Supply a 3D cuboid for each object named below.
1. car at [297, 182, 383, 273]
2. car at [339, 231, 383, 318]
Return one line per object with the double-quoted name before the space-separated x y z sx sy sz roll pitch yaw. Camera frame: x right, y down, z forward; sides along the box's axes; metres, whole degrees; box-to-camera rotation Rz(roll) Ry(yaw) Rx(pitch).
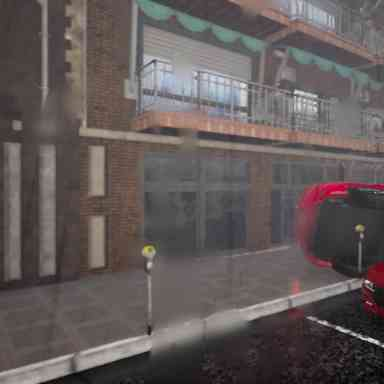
"car" 5.520 0.923 8.690 5.566 2.150 2.045 4 15 -5
"car" 5.011 1.521 6.300 4.507 1.381 1.887 0 0 -34
